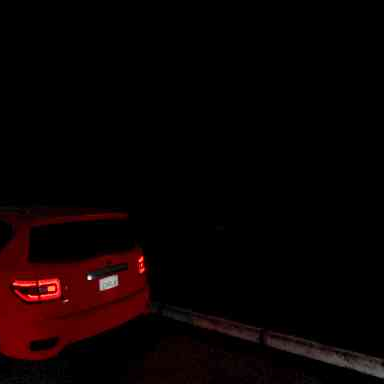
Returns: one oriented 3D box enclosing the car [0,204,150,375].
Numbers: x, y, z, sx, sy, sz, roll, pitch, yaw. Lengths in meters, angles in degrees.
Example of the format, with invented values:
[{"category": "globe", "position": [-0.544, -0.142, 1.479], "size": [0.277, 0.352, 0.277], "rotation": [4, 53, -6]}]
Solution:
[{"category": "car", "position": [-3.237, 1.229, 5.686], "size": [5.566, 2.045, 2.150], "rotation": [0, 0, 35]}]
